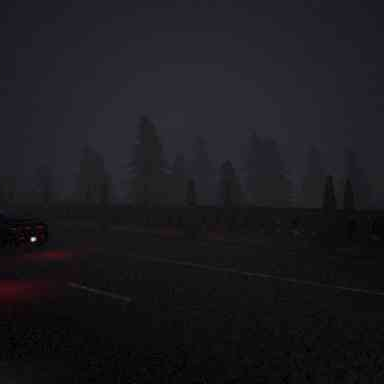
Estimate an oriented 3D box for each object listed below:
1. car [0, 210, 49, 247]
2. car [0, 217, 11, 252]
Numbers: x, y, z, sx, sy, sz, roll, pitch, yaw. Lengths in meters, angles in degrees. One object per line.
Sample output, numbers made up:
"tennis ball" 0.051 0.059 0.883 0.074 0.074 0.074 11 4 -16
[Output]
"car" -7.968 1.525 13.975 4.892 1.490 1.837 0 0 36
"car" -7.272 1.492 9.180 5.008 1.535 1.882 0 0 36
